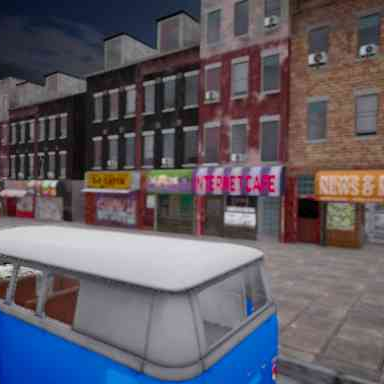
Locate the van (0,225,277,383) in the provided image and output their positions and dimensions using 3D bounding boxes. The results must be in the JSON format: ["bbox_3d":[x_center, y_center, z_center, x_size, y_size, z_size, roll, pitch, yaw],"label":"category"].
[{"bbox_3d":[-1.105,1.340,3.569,3.998,1.788,1.690,0,1,36],"label":"van"}]
